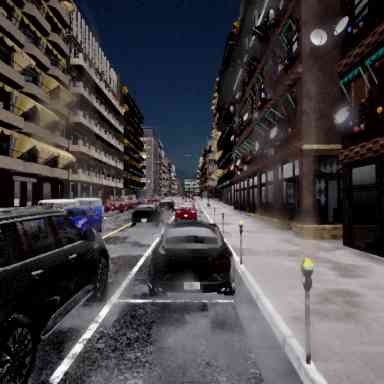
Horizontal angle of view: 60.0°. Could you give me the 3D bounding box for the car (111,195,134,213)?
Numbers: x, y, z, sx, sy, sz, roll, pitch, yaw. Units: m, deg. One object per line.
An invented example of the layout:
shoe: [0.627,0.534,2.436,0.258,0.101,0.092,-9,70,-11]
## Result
car: [-8.314,1.365,37.346,2.192,1.841,5.009,1,0,0]

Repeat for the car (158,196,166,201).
car: [-8.326,1.846,92.652,1.802,1.307,4.206,1,0,0]

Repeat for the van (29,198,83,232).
van: [-8.312,1.358,20.753,1.690,1.788,3.998,2,0,0]

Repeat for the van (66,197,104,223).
van: [-8.314,1.368,26.285,1.690,1.788,3.998,1,0,0]

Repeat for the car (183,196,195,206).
car: [-0.473,1.553,59.411,1.967,1.590,4.097,1,0,0]

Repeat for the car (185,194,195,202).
car: [-0.472,1.521,81.536,2.192,1.841,5.009,1,0,0]

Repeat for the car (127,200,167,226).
car: [-3.021,1.527,23.369,1.837,1.490,4.892,0,0,0]

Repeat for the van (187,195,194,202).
van: [-0.474,1.575,87.068,1.690,1.788,3.998,1,0,0]

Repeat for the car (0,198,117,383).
car: [-2.920,1.226,5.099,2.150,2.045,5.566,0,0,0]

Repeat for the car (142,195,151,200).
car: [-8.321,1.660,53.938,1.947,1.339,4.313,1,0,0]

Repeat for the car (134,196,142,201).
car: [-8.314,1.379,42.876,2.192,1.841,5.009,1,0,0]

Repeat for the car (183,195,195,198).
car: [-0.429,1.490,37.286,1.967,1.590,4.097,1,0,0]

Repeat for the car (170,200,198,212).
car: [-0.438,1.572,26.224,1.887,1.381,4.507,1,0,0]

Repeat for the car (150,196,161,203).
car: [-8.323,1.725,76.059,1.887,1.381,4.507,1,0,0]

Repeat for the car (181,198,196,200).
car: [-0.438,1.582,31.754,1.887,1.381,4.507,1,0,0]

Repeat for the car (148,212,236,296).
car: [0.000,1.509,8.653,1.837,1.490,4.892,0,0,0]

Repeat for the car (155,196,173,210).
car: [-2.925,1.532,39.331,1.882,1.535,5.008,0,0,0]

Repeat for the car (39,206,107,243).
car: [-5.870,1.538,17.100,1.812,1.442,4.674,0,0,0]

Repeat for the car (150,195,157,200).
car: [-8.317,1.471,70.528,2.192,1.841,5.009,1,0,0]
